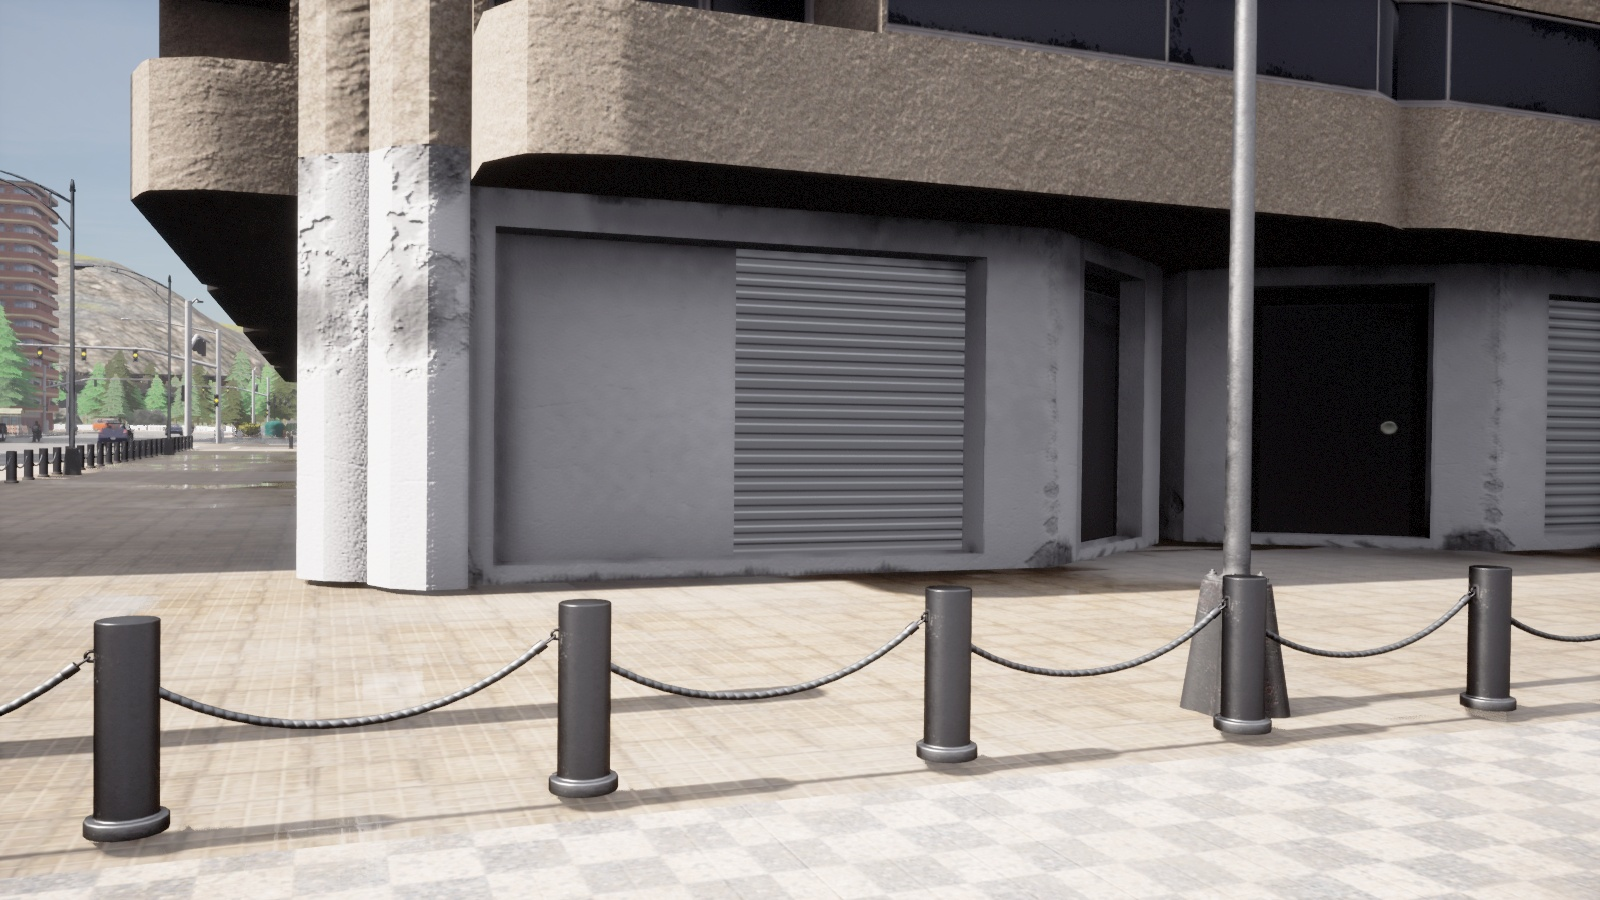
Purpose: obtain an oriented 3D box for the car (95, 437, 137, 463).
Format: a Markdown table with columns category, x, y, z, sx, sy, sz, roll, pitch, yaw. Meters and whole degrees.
| category | x | y | z | sx | sy | sz | roll | pitch | yaw |
| --- | --- | --- | --- | --- | --- | --- | --- | --- | --- |
| car | -42.416 | -0.028 | 77.960 | 1.845 | 1.501 | 3.633 | -1 | 1 | -22 |
